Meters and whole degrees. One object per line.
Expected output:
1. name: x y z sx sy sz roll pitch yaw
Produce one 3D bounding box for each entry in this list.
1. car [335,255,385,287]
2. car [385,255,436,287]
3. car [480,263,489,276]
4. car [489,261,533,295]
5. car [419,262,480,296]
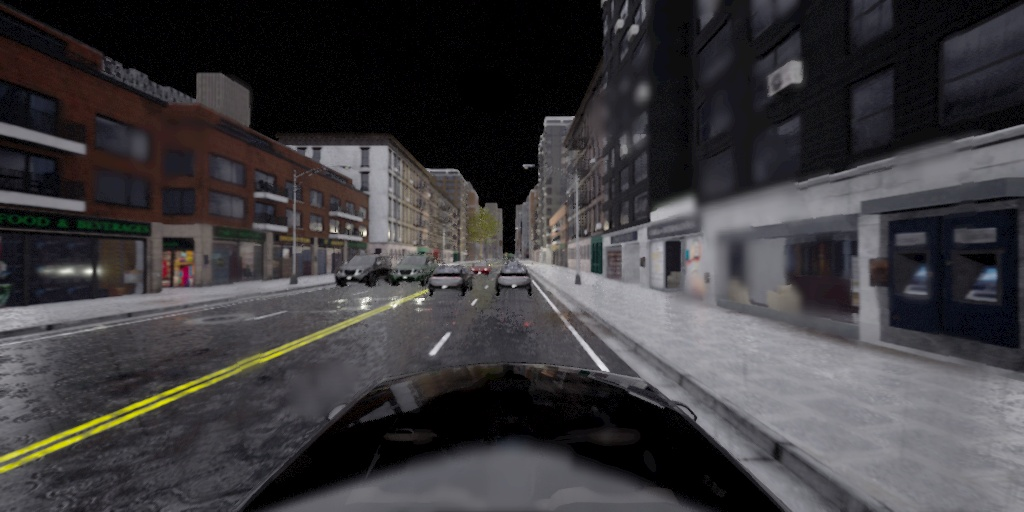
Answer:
1. car: -9.827 0.952 24.413 2.150 2.045 5.566 0 0 0
2. car: -6.577 0.952 24.852 2.150 2.045 5.566 0 0 0
3. car: -3.146 1.327 37.043 1.895 1.301 4.718 0 0 0
4. car: 0.101 1.228 19.654 2.128 1.511 4.902 0 0 0
5. car: -3.147 1.228 19.185 2.128 1.511 4.902 0 0 0
